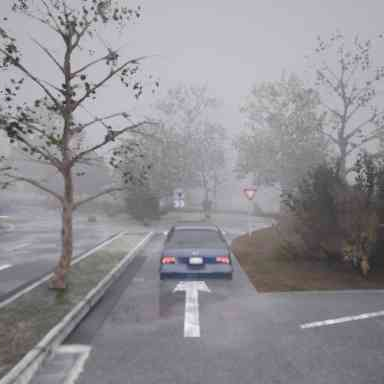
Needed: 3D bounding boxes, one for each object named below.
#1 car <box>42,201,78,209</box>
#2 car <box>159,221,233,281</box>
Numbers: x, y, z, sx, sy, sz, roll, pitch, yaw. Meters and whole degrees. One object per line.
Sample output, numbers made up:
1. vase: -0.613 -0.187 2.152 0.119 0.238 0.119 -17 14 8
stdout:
1. car: -17.627 1.590 44.549 4.674 1.442 1.812 3 -2 2
2. car: 0.088 1.558 9.870 2.033 1.411 5.357 0 0 0
